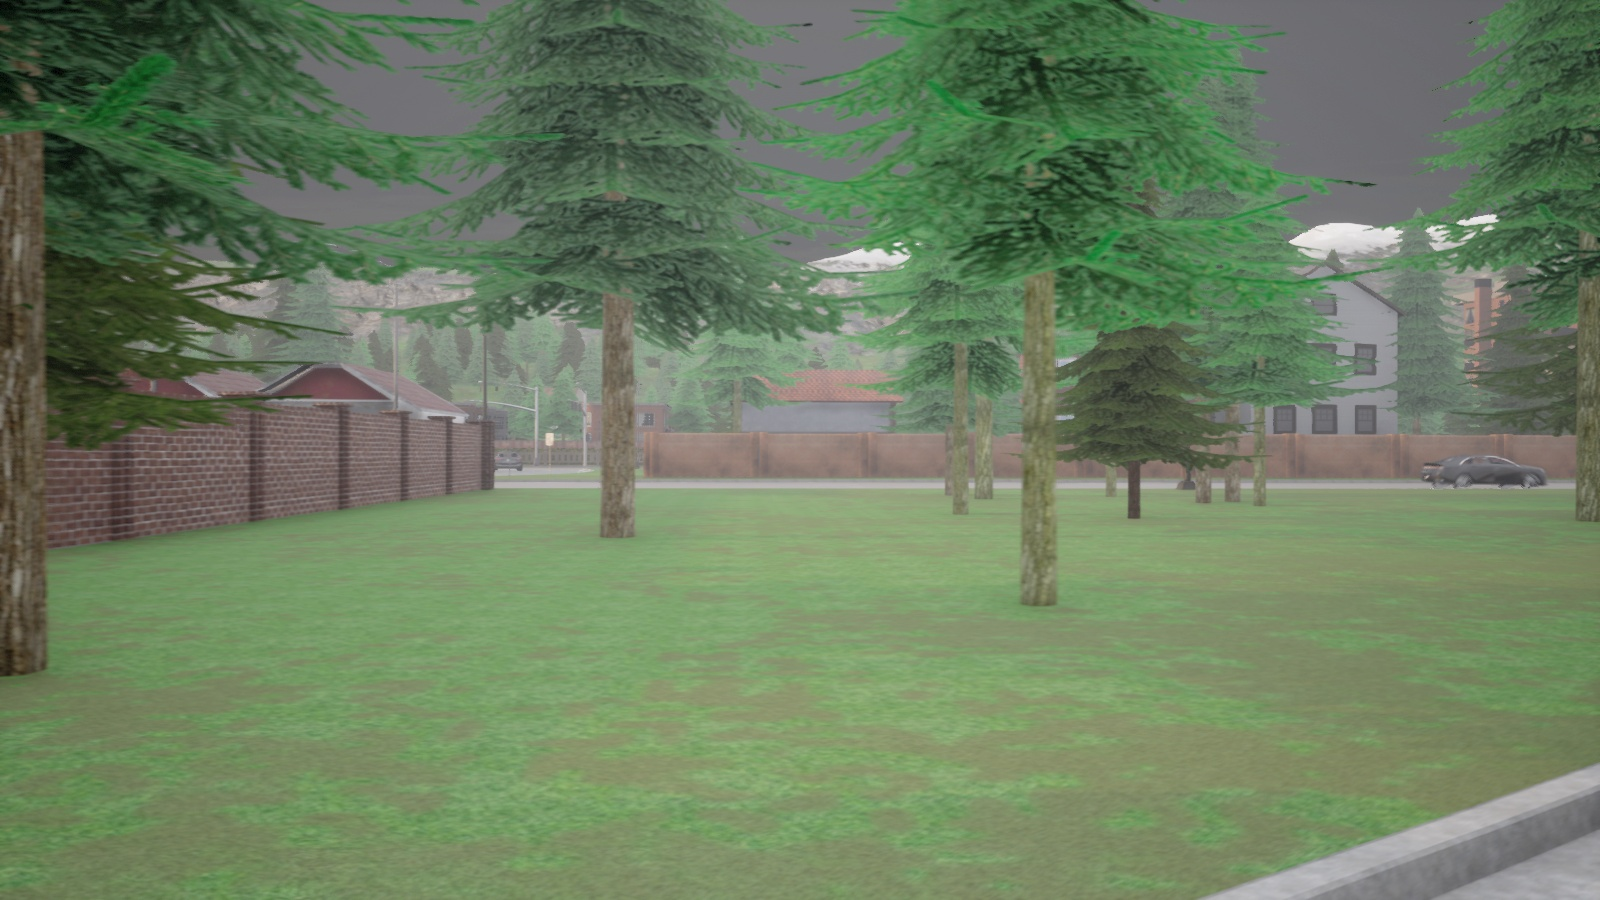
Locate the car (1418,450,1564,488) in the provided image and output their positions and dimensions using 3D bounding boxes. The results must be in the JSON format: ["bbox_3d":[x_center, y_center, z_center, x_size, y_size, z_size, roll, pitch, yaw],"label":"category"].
[{"bbox_3d":[28.630,0.776,52.151,4.902,1.511,2.128,0,0,-3],"label":"car"}]
